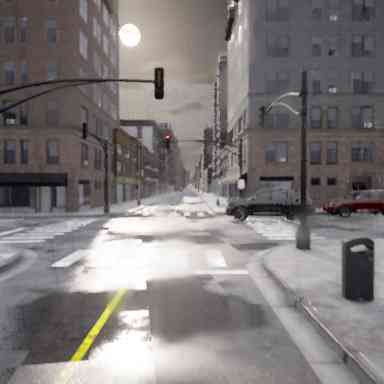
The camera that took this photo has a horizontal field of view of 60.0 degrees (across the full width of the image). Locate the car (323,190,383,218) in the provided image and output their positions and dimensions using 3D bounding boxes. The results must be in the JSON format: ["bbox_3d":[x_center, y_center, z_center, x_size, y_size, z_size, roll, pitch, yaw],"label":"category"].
[{"bbox_3d":[12.031,0.784,23.548,5.009,1.841,2.192,-1,2,0],"label":"car"}]

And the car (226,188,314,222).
[{"bbox_3d":[5.066,0.824,21.859,5.566,2.045,2.150,-1,2,15],"label":"car"}]
